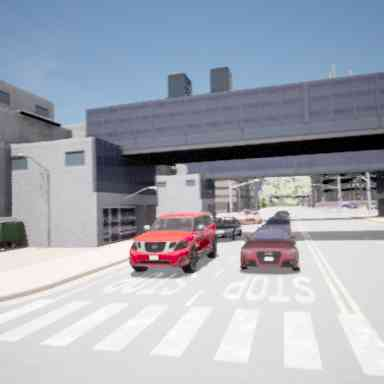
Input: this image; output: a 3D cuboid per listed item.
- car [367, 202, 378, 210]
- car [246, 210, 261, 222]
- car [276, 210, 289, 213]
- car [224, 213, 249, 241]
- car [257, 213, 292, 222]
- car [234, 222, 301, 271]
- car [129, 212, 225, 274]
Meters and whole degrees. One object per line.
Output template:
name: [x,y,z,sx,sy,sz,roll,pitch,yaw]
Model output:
car: [42.995,3.342,78.670,1.932,1.855,4.605,-3,-3,16]
car: [7.206,2.951,39.824,2.097,1.767,4.553,-3,-3,16]
car: [10.962,2.970,40.191,1.882,1.535,5.008,-3,-3,16]
car: [2.359,2.483,23.044,2.128,1.511,4.902,-3,-2,16]
car: [5.762,2.391,22.222,2.033,1.411,5.357,-3,-3,16]
car: [3.055,2.067,12.800,1.994,1.385,4.181,-3,-3,16]
car: [-0.449,1.867,13.386,2.150,2.045,5.566,-3,-3,17]
